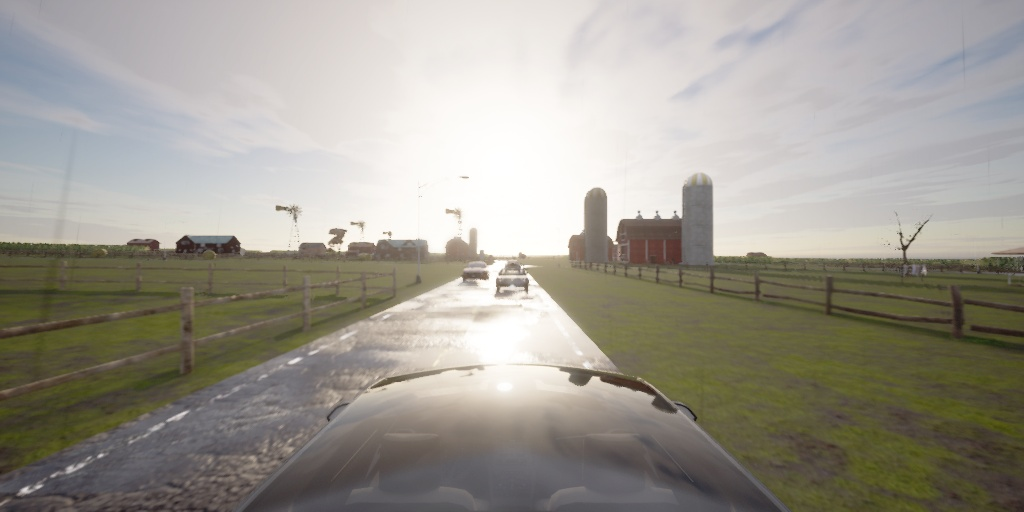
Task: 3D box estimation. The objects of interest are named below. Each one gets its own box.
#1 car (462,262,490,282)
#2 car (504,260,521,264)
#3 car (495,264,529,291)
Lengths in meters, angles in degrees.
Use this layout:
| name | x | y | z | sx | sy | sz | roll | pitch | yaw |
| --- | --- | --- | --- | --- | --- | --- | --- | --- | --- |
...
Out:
| name | x | y | z | sx | sy | sz | roll | pitch | yaw |
| --- | --- | --- | --- | --- | --- | --- | --- | --- | --- |
| car | -2.824 | 1.222 | 28.947 | 1.882 | 1.535 | 5.008 | 0 | 0 | 0 |
| car | 0.072 | 1.247 | 43.357 | 1.837 | 1.490 | 4.892 | 0 | 0 | 0 |
| car | 0.032 | 1.346 | 21.566 | 1.895 | 1.301 | 4.718 | 0 | 0 | 1 |
